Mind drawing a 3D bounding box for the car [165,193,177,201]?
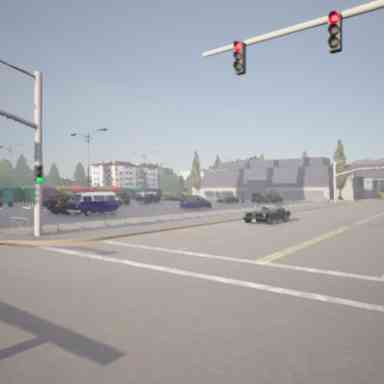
[{"bbox_3d":[-3.389,1.081,73.616,1.905,1.878,3.866,0,0,37],"label":"car"}]

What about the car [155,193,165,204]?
[{"bbox_3d":[-5.706,1.316,75.353,1.970,1.475,3.806,0,0,37],"label":"car"}]

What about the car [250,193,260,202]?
[{"bbox_3d":[12.378,1.111,61.933,1.905,1.878,3.866,0,0,37],"label":"car"}]

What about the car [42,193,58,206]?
[{"bbox_3d":[-18.366,1.105,44.149,1.932,1.855,4.605,0,0,37],"label":"car"}]

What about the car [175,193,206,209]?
[{"bbox_3d":[-0.219,1.356,49.534,1.970,1.475,3.806,0,0,37],"label":"car"}]

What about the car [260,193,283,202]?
[{"bbox_3d":[14.667,1.113,60.162,1.932,1.855,4.605,0,0,37],"label":"car"}]

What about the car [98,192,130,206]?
[{"bbox_3d":[-13.830,1.088,59.547,1.932,1.855,4.605,0,0,37],"label":"car"}]

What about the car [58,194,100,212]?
[{"bbox_3d":[-13.861,1.356,40.860,1.970,1.475,3.806,0,0,37],"label":"car"}]

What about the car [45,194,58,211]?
[{"bbox_3d":[-16.183,1.319,42.588,1.784,1.438,3.905,0,0,37],"label":"car"}]

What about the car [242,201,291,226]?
[{"bbox_3d":[5.426,1.601,23.998,1.895,1.301,4.718,0,0,36],"label":"car"}]
